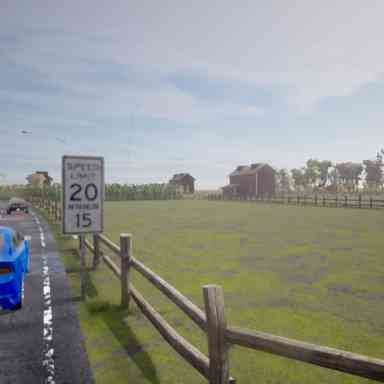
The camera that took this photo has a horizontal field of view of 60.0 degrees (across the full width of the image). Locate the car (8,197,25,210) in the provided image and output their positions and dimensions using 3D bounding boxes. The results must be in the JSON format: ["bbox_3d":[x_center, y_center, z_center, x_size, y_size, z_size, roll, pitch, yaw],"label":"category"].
[{"bbox_3d":[-23.341,1.503,44.069,1.837,1.490,4.892,0,0,-30],"label":"car"}]

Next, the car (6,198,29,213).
[{"bbox_3d":[-18.395,1.507,35.179,1.837,1.490,4.892,0,0,-28],"label":"car"}]

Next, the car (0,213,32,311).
[{"bbox_3d":[-4.719,1.479,7.376,1.882,1.535,5.008,0,0,-24],"label":"car"}]
